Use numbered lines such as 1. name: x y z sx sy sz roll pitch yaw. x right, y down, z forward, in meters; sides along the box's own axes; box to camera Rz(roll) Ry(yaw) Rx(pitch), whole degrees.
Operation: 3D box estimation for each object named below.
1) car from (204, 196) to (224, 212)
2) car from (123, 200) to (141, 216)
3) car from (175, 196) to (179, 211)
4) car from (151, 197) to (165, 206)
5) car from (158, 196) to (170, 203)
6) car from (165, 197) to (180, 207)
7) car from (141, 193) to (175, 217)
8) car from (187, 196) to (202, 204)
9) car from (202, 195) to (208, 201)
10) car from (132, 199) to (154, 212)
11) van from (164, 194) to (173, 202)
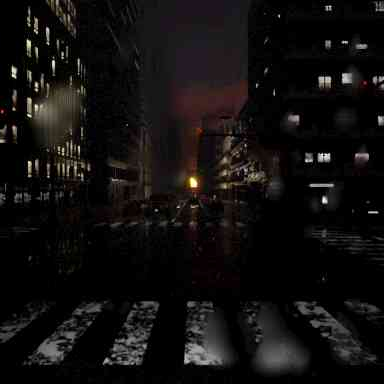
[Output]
1. car: 2.759 1.540 38.669 2.008 1.369 4.403 -1 0 0
2. car: -5.634 1.516 32.863 1.752 1.417 4.829 -1 0 0
3. car: -3.006 1.210 41.642 2.150 2.045 5.566 0 0 0
4. car: -5.584 1.531 55.651 1.887 1.381 4.507 -1 0 0
5. car: -5.559 1.529 66.960 1.887 1.381 4.507 -1 0 0
6. car: -2.976 1.534 52.186 2.033 1.411 5.357 0 0 0
7. car: -3.037 1.213 31.163 2.150 2.045 5.566 0 0 0
8. car: 0.229 1.476 60.730 2.128 1.511 4.902 0 0 0
9. car: 2.832 1.423 72.597 1.967 1.590 4.097 -1 0 0
10. car: -5.621 1.555 38.687 1.947 1.339 4.313 -1 0 0
11. van: -5.537 1.323 78.270 1.690 1.788 3.998 -1 0 0
